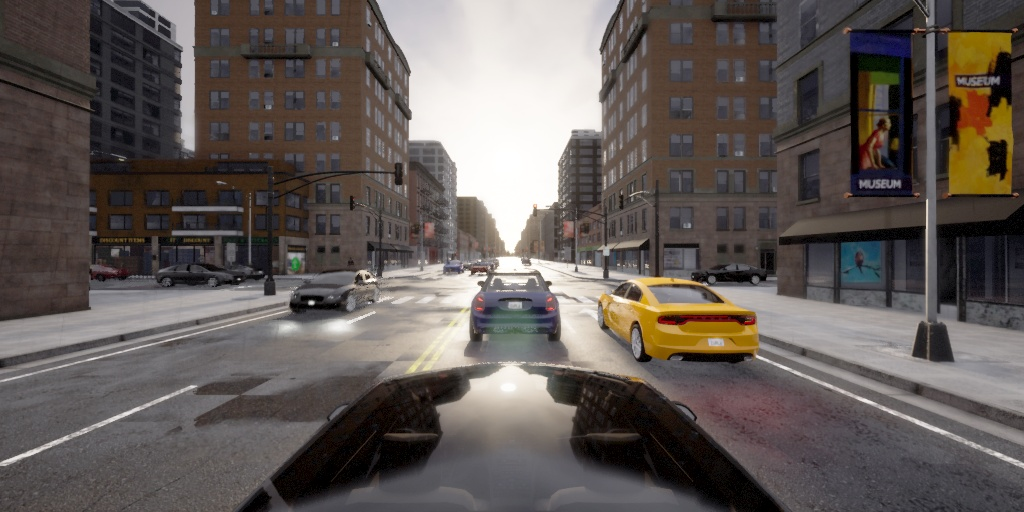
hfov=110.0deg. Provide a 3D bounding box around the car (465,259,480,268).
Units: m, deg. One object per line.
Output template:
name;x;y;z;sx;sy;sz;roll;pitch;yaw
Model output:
car;-6.682;1.235;60.998;2.128;1.511;4.902;0;0;0

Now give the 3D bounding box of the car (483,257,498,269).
car;-3.437;1.096;58.176;2.097;1.767;4.553;0;0;0

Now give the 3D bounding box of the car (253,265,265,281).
car;-22.172;1.330;28.671;4.313;1.339;1.948;0;0;0

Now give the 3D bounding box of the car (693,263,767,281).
car;15.839;1.268;26.363;5.008;1.535;1.882;0;0;1

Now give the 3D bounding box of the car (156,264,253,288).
car;-20.047;1.248;23.179;4.892;1.490;1.837;0;0;0

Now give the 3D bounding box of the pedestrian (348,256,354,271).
pedestrian;-14.194;0.920;31.521;0.375;1.860;0.375;0;0;0

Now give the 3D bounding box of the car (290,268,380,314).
car;-6.589;1.257;13.923;1.837;1.490;4.892;2;0;-4

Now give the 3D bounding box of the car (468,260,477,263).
car;-3.415;1.350;39.319;1.895;1.301;4.718;0;0;0

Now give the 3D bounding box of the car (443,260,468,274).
car;-6.665;1.226;41.293;1.882;1.535;5.008;0;0;0

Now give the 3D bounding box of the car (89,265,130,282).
car;-33.194;1.344;28.707;4.207;1.307;1.802;0;0;0

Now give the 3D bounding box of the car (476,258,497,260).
car;-3.428;1.099;48.226;2.097;1.767;4.553;0;0;0

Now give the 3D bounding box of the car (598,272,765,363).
car;3.314;1.228;8.209;1.882;1.535;5.008;0;0;1

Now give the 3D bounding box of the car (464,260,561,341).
car;0.076;1.102;10.009;2.097;1.767;4.553;0;0;0
